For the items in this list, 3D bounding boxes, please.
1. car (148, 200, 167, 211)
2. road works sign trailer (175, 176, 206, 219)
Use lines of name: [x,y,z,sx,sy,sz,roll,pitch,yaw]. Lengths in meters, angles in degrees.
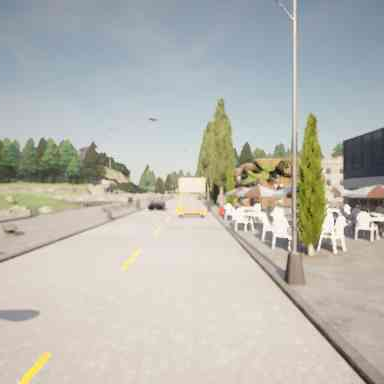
car: [-4.103,1.552,39.415,1.895,1.301,4.718,0,0,0]
road works sign trailer: [-0.007,0.429,28.971,2.380,3.560,2.880,0,0,0]
